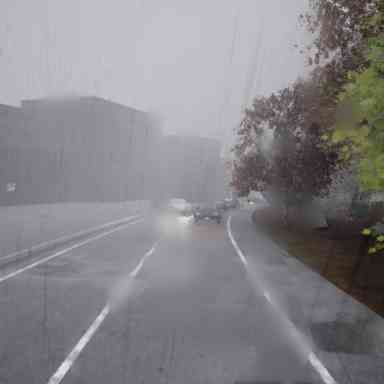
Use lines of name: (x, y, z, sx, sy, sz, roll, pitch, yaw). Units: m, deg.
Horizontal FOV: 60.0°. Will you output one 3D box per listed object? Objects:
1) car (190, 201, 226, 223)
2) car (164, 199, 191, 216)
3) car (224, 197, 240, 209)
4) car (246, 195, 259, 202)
car: (1.311, 1.518, 24.939, 1.895, 1.301, 4.718, 1, 0, 7)
car: (-1.214, 1.361, 30.909, 1.812, 1.442, 4.674, 1, 1, 10)
car: (4.989, 1.381, 42.390, 1.812, 1.442, 4.674, 1, 0, 16)
car: (12.421, 1.386, 69.038, 1.994, 1.385, 4.181, 3, 1, 28)
